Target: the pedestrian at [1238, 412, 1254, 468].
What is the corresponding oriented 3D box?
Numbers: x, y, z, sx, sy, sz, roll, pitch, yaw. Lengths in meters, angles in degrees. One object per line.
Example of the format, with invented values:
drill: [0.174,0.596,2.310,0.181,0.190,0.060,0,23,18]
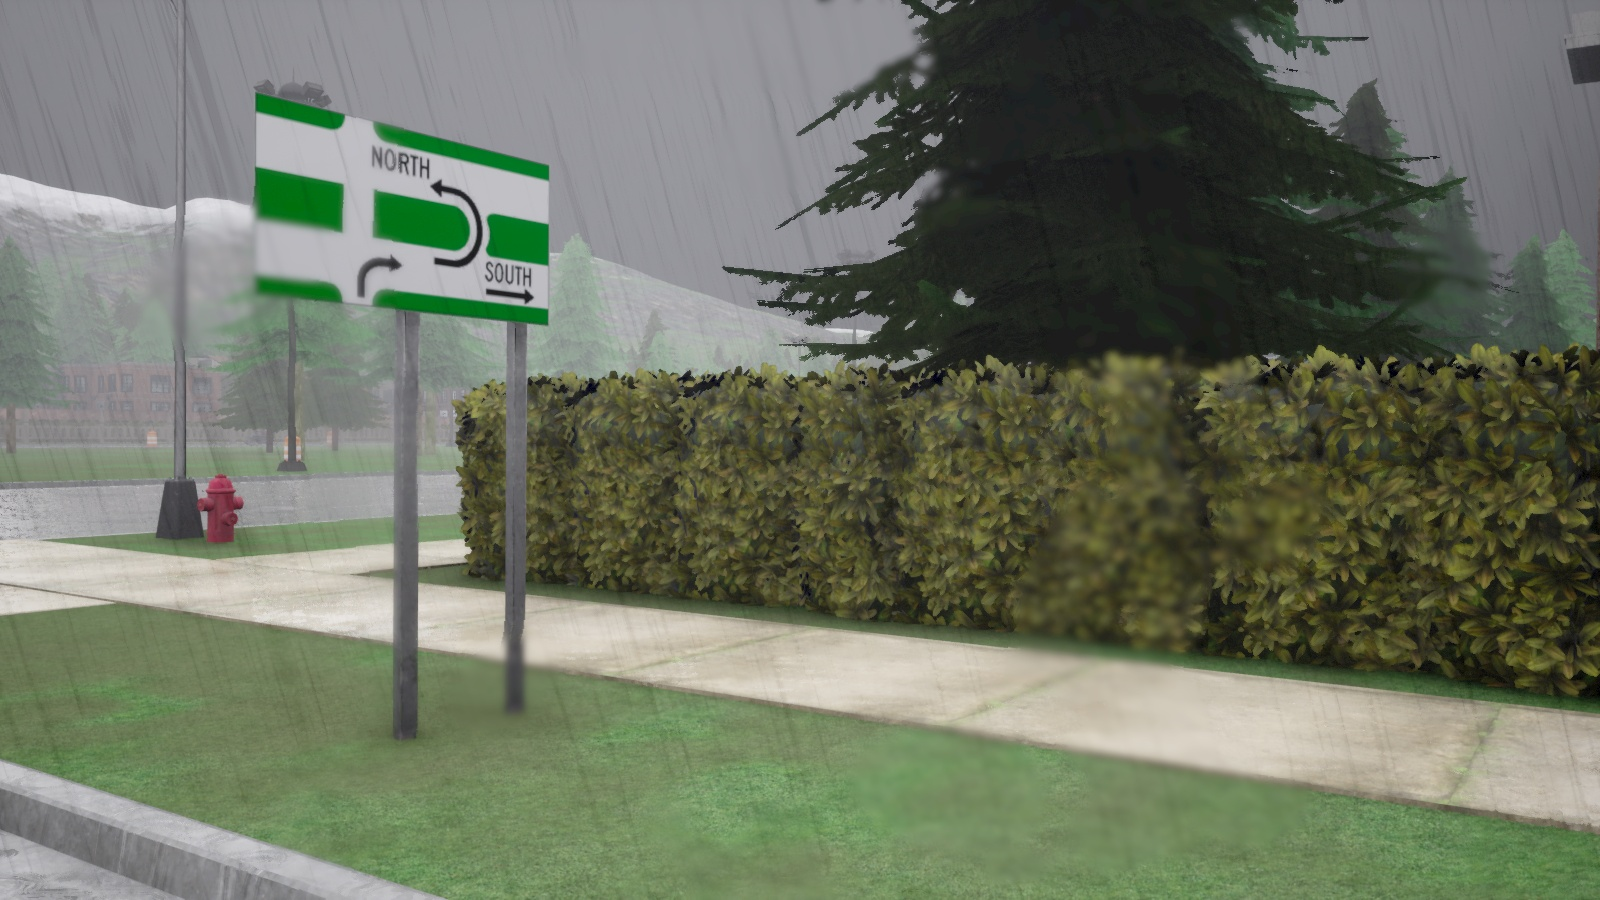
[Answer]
pedestrian: [14.568,-0.332,41.032,0.345,1.836,0.594,0,1,34]
